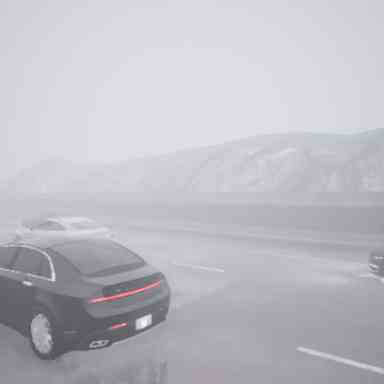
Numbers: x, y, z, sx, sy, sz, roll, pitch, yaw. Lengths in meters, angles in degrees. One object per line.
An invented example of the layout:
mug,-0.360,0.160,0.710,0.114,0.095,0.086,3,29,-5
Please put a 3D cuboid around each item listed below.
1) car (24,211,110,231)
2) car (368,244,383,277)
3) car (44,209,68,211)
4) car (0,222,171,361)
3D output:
car,-4.678,1.611,12.075,4.674,1.442,1.812,0,-1,38
car,6.867,1.575,7.757,4.892,1.490,1.837,0,0,35
car,-7.930,1.697,19.080,4.181,1.385,1.994,0,-1,38
car,-2.593,1.548,6.045,4.892,1.490,1.837,0,0,37
